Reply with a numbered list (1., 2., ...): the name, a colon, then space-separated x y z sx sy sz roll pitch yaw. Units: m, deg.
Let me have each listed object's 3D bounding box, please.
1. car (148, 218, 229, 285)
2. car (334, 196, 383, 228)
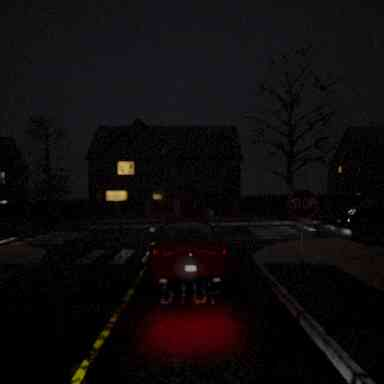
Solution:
1. car: -0.204 1.471 9.525 1.882 1.535 5.008 0 0 -4
2. car: 10.568 1.020 18.958 4.553 1.767 2.097 -1 1 -1
